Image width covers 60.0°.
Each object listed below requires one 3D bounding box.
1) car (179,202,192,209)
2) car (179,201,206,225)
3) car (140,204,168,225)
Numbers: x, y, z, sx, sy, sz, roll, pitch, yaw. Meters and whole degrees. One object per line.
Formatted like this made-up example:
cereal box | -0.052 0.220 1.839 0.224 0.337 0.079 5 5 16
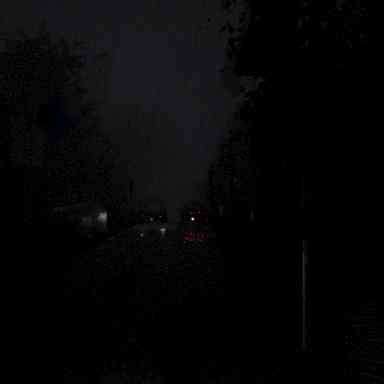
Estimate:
car | -1.305 2.690 68.223 2.033 1.411 5.357 0 -2 6
car | 0.046 1.696 25.918 1.837 1.490 4.892 0 -1 0
car | -2.897 1.721 26.121 1.812 1.442 4.674 0 -1 0
